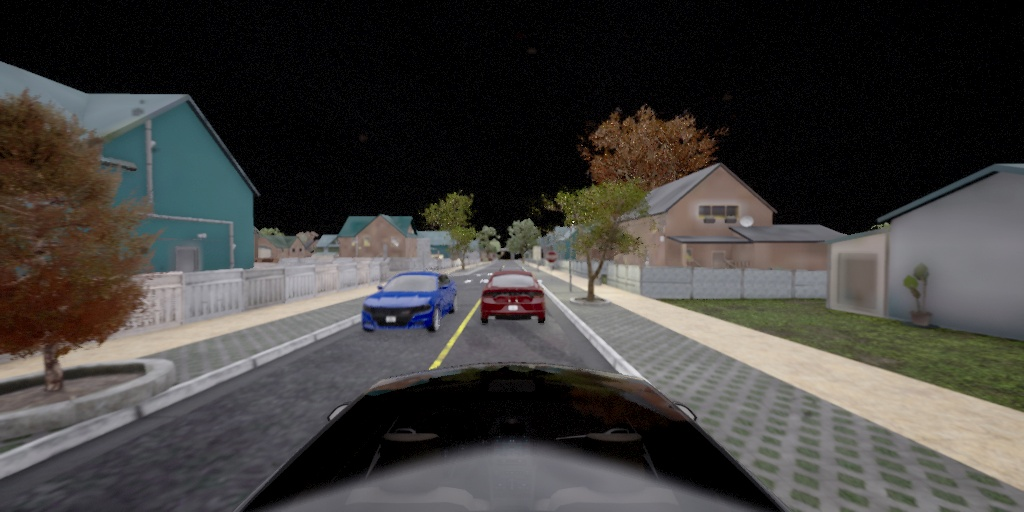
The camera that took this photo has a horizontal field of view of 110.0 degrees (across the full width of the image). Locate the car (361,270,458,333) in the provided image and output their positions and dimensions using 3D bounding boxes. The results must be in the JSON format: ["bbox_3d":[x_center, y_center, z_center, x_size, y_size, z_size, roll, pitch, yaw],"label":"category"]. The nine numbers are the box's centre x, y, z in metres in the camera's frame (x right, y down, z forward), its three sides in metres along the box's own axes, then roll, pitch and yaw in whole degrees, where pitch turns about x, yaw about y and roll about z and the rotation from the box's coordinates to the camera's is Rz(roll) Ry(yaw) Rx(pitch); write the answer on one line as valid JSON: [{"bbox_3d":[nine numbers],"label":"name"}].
[{"bbox_3d":[-2.872,1.222,10.993,1.882,1.535,5.008,0,0,0],"label":"car"}]

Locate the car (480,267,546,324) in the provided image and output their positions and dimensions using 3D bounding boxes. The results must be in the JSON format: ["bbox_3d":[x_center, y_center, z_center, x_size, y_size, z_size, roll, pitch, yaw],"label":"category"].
[{"bbox_3d":[0.036,1.221,12.025,1.882,1.535,5.008,0,0,0],"label":"car"}]
